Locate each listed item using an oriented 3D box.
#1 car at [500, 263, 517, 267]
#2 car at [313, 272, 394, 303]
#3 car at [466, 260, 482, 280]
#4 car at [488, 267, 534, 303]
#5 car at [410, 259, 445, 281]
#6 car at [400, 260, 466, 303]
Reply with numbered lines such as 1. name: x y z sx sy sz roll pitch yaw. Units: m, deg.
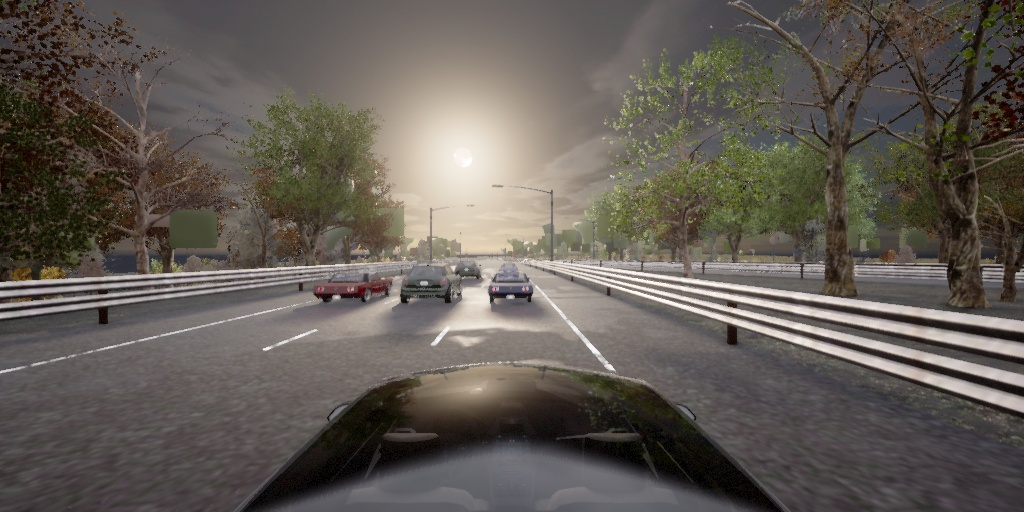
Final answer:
1. car: -0.300 1.326 31.775 2.033 1.411 5.357 0 0 -1
2. car: -7.076 1.369 16.650 1.895 1.301 4.718 0 0 -1
3. car: -3.798 1.129 31.676 2.097 1.767 4.553 0 0 -1
4. car: -0.076 1.369 16.720 1.895 1.301 4.718 0 0 -1
5. car: -7.298 1.129 31.607 2.097 1.767 4.553 0 0 -1
6. car: -3.575 1.119 16.625 2.097 1.767 4.553 0 0 -1
